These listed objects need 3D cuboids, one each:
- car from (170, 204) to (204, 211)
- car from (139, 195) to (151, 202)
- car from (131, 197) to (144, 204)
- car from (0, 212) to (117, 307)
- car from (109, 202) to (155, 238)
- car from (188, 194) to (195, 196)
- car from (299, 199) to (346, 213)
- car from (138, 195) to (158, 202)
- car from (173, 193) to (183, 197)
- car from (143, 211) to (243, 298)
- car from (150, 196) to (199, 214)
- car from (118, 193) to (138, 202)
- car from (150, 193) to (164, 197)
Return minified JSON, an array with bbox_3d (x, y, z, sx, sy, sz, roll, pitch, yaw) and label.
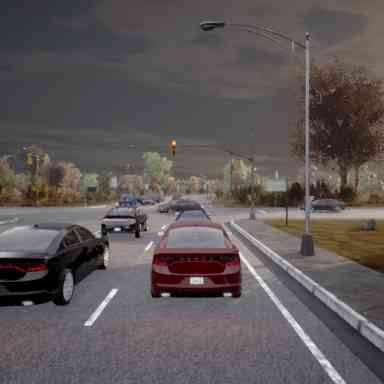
[{"bbox_3d":[0.062,1.564,17.569,1.994,1.385,4.181,0,0,0],"label":"car"},{"bbox_3d":[-10.679,1.500,75.869,1.837,1.490,4.892,0,0,0],"label":"car"},{"bbox_3d":[-10.681,1.601,65.588,1.895,1.301,4.718,0,0,0],"label":"car"},{"bbox_3d":[-3.416,1.478,8.106,1.882,1.535,5.008,0,0,0],"label":"car"},{"bbox_3d":[-3.432,1.491,17.592,2.128,1.511,4.902,0,0,-1],"label":"car"},{"bbox_3d":[-0.198,1.348,85.774,2.097,1.767,4.553,0,0,0],"label":"car"},{"bbox_3d":[14.406,1.505,36.907,4.892,1.490,1.837,0,0,3],"label":"car"},{"bbox_3d":[-7.219,1.564,55.402,1.994,1.385,4.181,0,0,-1],"label":"car"},{"bbox_3d":[-3.697,1.217,85.409,2.150,2.045,5.566,0,0,0],"label":"car"},{"bbox_3d":[0.082,1.478,8.580,1.882,1.535,5.008,0,0,0],"label":"car"},{"bbox_3d":[-1.422,1.503,34.280,4.892,1.490,1.837,-1,-1,-34],"label":"car"},{"bbox_3d":[-10.681,1.221,55.821,2.150,2.045,5.566,0,0,2],"label":"car"},{"bbox_3d":[-7.192,1.221,64.515,2.150,2.045,5.566,0,0,1],"label":"car"}]
